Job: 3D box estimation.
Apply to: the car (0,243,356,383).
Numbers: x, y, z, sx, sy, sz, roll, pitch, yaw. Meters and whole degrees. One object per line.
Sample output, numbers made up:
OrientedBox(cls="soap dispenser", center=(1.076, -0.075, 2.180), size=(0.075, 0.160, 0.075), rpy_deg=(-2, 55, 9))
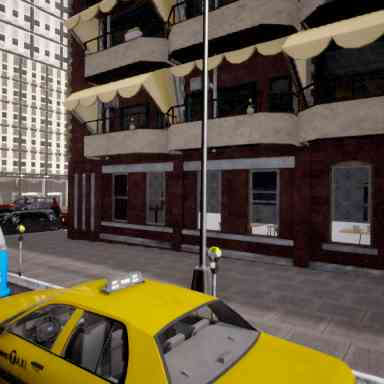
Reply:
OrientedBox(cls="car", center=(-0.902, 1.525, 3.508), size=(4.829, 1.417, 1.752), rpy_deg=(0, 1, 36))

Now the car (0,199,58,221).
OrientedBox(cls="car", center=(-12.478, 1.544, 25.451), size=(2.128, 1.511, 4.902), rpy_deg=(1, 0, 36))

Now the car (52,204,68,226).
OrientedBox(cls="car", center=(-6.970, 1.685, 23.207), size=(1.887, 1.381, 4.507), rpy_deg=(1, 0, 36))

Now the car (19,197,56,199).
OrientedBox(cls="car", center=(-13.757, 1.339, 28.117), size=(2.192, 1.841, 5.009), rpy_deg=(1, 0, 36))

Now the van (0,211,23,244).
OrientedBox(cls="van", center=(-5.324, 1.339, 6.662), size=(3.998, 1.788, 1.690), rpy_deg=(0, 1, 36))
